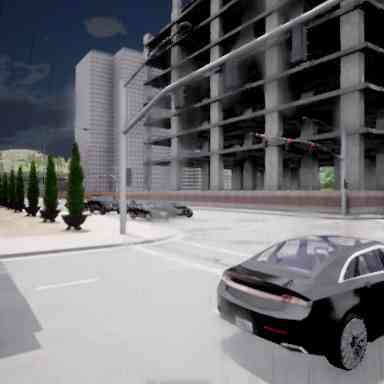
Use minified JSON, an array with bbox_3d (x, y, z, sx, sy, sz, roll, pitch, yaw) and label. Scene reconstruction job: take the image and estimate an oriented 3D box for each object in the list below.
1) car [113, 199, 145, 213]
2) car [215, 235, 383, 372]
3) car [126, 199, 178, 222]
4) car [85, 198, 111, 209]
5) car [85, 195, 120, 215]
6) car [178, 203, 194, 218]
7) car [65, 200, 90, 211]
[{"bbox_3d":[-7.527,1.584,39.232,1.882,1.535,5.008,0,0,-35],"label":"car"},{"bbox_3d":[2.639,1.508,5.720,4.902,1.511,2.128,0,0,-36],"label":"car"},{"bbox_3d":[-3.547,1.586,27.543,2.128,1.511,4.902,0,0,-35],"label":"car"},{"bbox_3d":[-13.493,1.601,47.689,2.128,1.511,4.902,0,0,-35],"label":"car"},{"bbox_3d":[-9.244,1.319,35.595,2.150,2.045,5.566,0,0,-35],"label":"car"},{"bbox_3d":[-1.646,1.667,30.916,1.994,1.385,4.181,0,0,-35],"label":"car"},{"bbox_3d":[-15.204,1.701,44.039,1.895,1.301,4.718,0,0,-35],"label":"car"}]
